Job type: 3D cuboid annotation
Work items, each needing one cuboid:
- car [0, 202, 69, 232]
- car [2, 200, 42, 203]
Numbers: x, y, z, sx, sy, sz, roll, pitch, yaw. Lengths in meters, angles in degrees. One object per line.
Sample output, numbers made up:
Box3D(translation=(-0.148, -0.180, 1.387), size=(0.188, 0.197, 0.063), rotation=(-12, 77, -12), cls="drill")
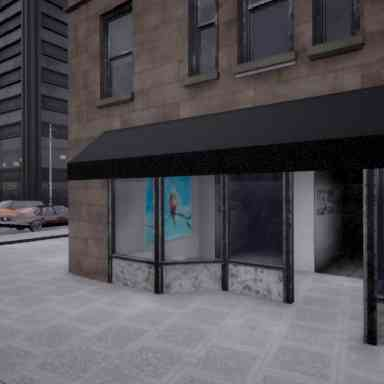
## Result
Box3D(translation=(-8.451, 1.491, 19.765), size=(2.033, 1.411, 5.357), rotation=(0, 0, 35), cls="car")
Box3D(translation=(-11.368, 1.311, 21.014), size=(2.097, 1.767, 4.553), rotation=(0, 0, 35), cls="car")
